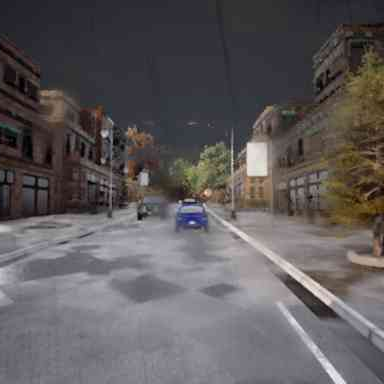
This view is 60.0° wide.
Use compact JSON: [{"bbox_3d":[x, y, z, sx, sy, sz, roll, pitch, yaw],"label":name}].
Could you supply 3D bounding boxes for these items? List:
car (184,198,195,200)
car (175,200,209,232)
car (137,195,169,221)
[{"bbox_3d":[-0.285,1.504,40.769,1.882,1.535,5.008,0,0,-1],"label":"car"},{"bbox_3d":[-0.026,1.492,20.234,1.882,1.535,5.008,0,0,-1],"label":"car"},{"bbox_3d":[-3.120,1.243,27.649,2.150,2.045,5.566,0,0,1],"label":"car"}]
